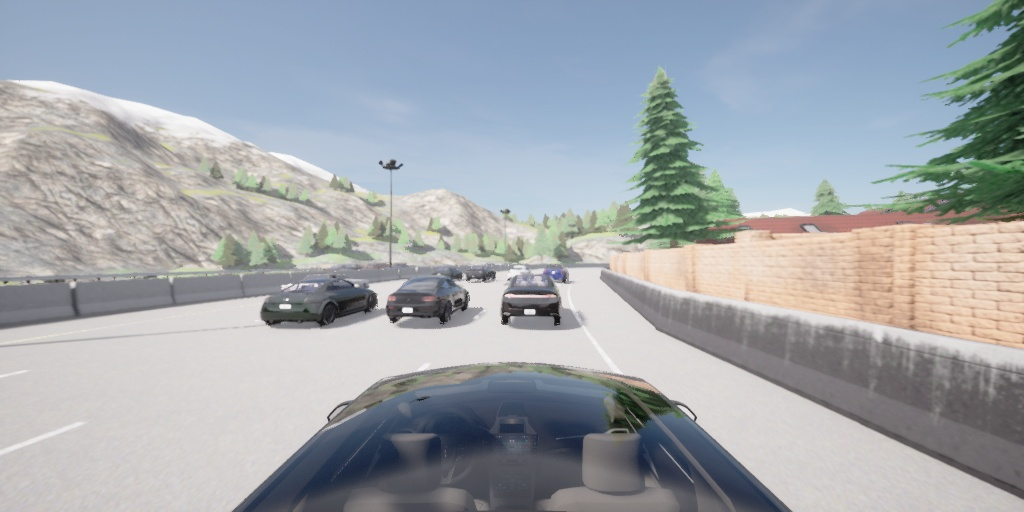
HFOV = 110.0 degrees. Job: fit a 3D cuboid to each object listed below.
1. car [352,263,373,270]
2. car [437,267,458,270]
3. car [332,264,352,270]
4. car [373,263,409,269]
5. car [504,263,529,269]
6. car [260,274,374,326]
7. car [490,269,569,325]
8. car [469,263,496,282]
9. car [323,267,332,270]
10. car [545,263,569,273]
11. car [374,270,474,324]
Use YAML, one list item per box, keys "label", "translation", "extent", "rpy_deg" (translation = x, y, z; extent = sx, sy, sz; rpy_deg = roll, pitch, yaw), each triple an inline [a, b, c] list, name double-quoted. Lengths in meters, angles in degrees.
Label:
- label: "car"
  translation: [-17.912, 1.645, 46.501]
  extent: [2.097, 1.767, 4.553]
  rpy_deg: [0, -1, 17]
- label: "car"
  translation: [-6.266, 1.727, 35.019]
  extent: [1.994, 1.385, 4.181]
  rpy_deg: [0, -1, 13]
- label: "car"
  translation: [-21.095, 1.801, 48.091]
  extent: [2.128, 1.511, 4.902]
  rpy_deg: [0, -1, 17]
- label: "car"
  translation: [-14.728, 1.630, 44.929]
  extent: [2.097, 1.767, 4.553]
  rpy_deg: [0, -1, 16]
- label: "car"
  translation: [0.864, 1.694, 34.798]
  extent: [1.812, 1.442, 4.674]
  rpy_deg: [0, -1, 13]
- label: "car"
  translation: [-6.324, 1.441, 12.272]
  extent: [1.994, 1.385, 4.181]
  rpy_deg: [0, -1, 5]
- label: "car"
  translation: [0.716, 1.379, 12.467]
  extent: [2.128, 1.511, 4.902]
  rpy_deg: [0, -1, 5]
- label: "car"
  translation: [-2.876, 1.648, 34.158]
  extent: [2.128, 1.511, 4.902]
  rpy_deg: [0, -1, 13]
- label: "car"
  translation: [-24.046, 1.884, 50.505]
  extent: [2.033, 1.411, 5.357]
  rpy_deg: [0, -1, 17]
- label: "car"
  translation: [4.105, 1.505, 33.234]
  extent: [2.097, 1.767, 4.553]
  rpy_deg: [0, -1, 13]
- label: "car"
  translation: [-2.789, 1.409, 12.571]
  extent: [1.812, 1.442, 4.674]
  rpy_deg: [0, 0, 5]
